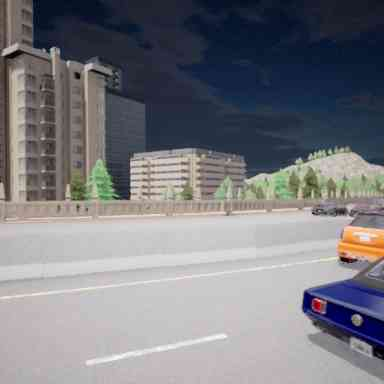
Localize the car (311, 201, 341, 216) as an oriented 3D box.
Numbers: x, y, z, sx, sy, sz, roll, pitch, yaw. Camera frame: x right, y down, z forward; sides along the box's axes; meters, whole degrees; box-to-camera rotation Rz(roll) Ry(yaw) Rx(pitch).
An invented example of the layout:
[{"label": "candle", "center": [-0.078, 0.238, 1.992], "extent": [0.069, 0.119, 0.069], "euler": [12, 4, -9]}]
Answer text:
[{"label": "car", "center": [13.277, 1.608, 31.995], "extent": [4.181, 1.385, 1.994], "euler": [0, 0, -41]}]

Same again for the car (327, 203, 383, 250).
[{"label": "car", "center": [6.759, 1.351, 10.414], "extent": [4.553, 1.767, 2.097], "euler": [0, 0, -28]}]

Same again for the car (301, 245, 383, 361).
[{"label": "car", "center": [4.060, 1.598, 4.996], "extent": [4.718, 1.301, 1.895], "euler": [0, 0, -26]}]

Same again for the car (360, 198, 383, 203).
[{"label": "car", "center": [16.053, 1.387, 29.778], "extent": [4.553, 1.767, 2.097], "euler": [0, 0, -41]}]

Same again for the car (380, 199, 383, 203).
[{"label": "car", "center": [17.088, 1.514, 26.089], "extent": [4.902, 1.511, 2.128], "euler": [0, 0, -40]}]
